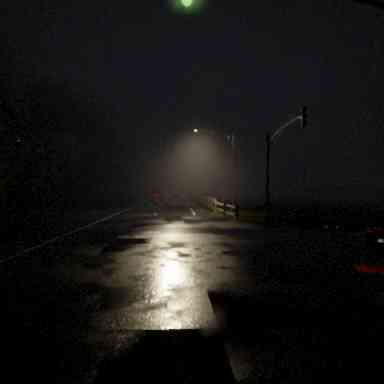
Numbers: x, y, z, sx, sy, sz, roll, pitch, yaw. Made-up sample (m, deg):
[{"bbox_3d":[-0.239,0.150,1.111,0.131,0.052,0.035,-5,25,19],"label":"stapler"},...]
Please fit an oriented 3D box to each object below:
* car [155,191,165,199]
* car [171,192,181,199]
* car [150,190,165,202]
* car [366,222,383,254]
[{"bbox_3d":[-7.157,0.690,75.598,2.097,1.767,4.553,0,0,-3],"label":"car"},{"bbox_3d":[-3.616,0.864,74.790,1.837,1.490,4.892,0,0,-3],"label":"car"},{"bbox_3d":[-6.300,0.696,59.479,2.150,2.045,5.566,0,1,-3],"label":"car"},{"bbox_3d":[8.656,1.515,11.876,5.008,1.535,1.882,1,-3,-18],"label":"car"}]
